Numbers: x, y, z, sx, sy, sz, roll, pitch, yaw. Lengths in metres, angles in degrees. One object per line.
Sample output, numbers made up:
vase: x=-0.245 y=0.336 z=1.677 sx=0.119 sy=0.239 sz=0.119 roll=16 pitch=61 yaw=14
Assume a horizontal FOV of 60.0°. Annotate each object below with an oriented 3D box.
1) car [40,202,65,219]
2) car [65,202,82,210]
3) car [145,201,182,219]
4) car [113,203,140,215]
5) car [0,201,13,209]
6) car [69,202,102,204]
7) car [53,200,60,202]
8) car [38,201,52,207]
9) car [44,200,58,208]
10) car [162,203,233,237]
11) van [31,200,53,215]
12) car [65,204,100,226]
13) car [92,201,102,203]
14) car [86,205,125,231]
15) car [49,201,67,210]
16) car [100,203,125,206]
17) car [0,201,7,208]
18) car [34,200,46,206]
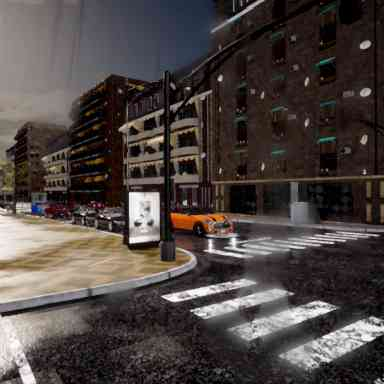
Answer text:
car: x=-14.776 y=2.115 z=36.185 sx=1.887 sy=1.381 sz=4.507 roll=-2 pitch=0 yaw=-36
car: x=-21.365 y=2.425 z=59.776 sx=1.802 sy=1.307 sz=4.206 roll=-2 pitch=0 yaw=-36
car: x=-3.016 y=1.825 z=34.571 sx=1.967 sy=1.590 sz=4.097 roll=-2 pitch=0 yaw=-36
car: x=-8.264 y=2.097 z=41.761 sx=1.802 sy=1.307 sz=4.206 roll=-2 pitch=0 yaw=-36
car: x=-37.940 y=2.704 z=68.419 sx=2.008 sy=1.369 sz=4.403 roll=-2 pitch=0 yaw=-36
car: x=-11.866 y=2.132 z=36.759 sx=1.895 sy=1.301 sz=4.718 roll=-1 pitch=0 yaw=-36
car: x=-20.628 y=1.959 z=49.046 sx=1.994 sy=1.385 sz=4.181 roll=-1 pitch=-1 yaw=-36
car: x=-34.404 y=2.737 z=77.839 sx=1.947 sy=1.339 sz=4.313 roll=-2 pitch=0 yaw=-36
car: x=-31.148 y=2.529 z=73.323 sx=1.967 sy=1.590 sz=4.097 roll=-2 pitch=0 yaw=-36
car: x=0.342 y=1.580 z=19.891 sx=2.097 sy=1.767 sz=4.553 roll=-1 pitch=-1 yaw=-37
van: x=-19.687 y=2.035 z=43.077 sx=1.690 sy=1.788 sz=3.998 roll=-2 pitch=0 yaw=-36
car: x=-8.709 y=1.969 z=27.702 sx=2.008 sy=1.369 sz=4.403 roll=-2 pitch=0 yaw=-36
car: x=-14.846 y=2.119 z=50.748 sx=1.967 sy=1.590 sz=4.097 roll=-2 pitch=0 yaw=-36
car: x=-5.449 y=1.888 z=23.186 sx=2.008 sy=1.369 sz=4.403 roll=-2 pitch=0 yaw=-36
car: x=-23.502 y=2.390 z=58.328 sx=1.812 sy=1.442 sz=4.674 roll=-1 pitch=-1 yaw=-36
car: x=-5.714 y=1.925 z=28.228 sx=2.033 sy=1.411 sz=5.357 roll=-1 pitch=-1 yaw=-35
car: x=-44.459 y=2.863 z=77.450 sx=1.887 sy=1.381 sz=4.507 roll=-2 pitch=0 yaw=-36
car: x=-37.664 y=2.798 z=82.355 sx=1.887 sy=1.381 sz=4.507 roll=-2 pitch=0 yaw=-36
